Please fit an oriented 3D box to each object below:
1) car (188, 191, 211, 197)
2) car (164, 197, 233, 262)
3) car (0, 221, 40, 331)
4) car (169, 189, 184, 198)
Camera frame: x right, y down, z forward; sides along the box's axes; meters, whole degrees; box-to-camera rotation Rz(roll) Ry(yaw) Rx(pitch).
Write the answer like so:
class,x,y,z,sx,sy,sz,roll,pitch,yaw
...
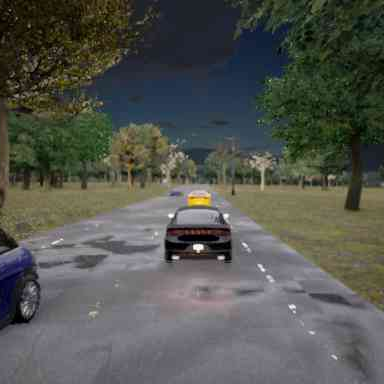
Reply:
class,x,y,z,sx,sy,sz,roll,pitch,yaw
car,0.662,0.622,29.568,1.882,1.535,5.008,0,2,2
car,0.211,1.158,10.839,1.882,1.535,5.008,0,2,1
car,-3.611,1.239,3.677,2.097,1.767,4.553,0,2,0
car,-2.324,0.182,49.633,1.895,1.301,4.718,0,2,2
